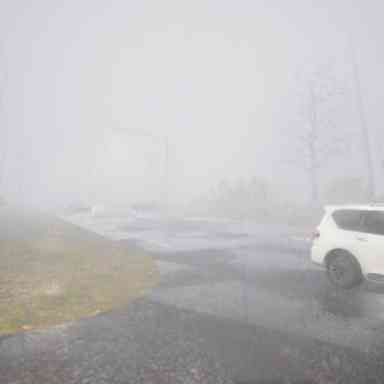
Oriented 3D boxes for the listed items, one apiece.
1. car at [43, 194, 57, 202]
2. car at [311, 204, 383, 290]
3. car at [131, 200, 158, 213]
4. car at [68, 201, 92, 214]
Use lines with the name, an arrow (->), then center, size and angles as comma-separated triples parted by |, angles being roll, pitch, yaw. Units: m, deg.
car -> -35.562, 1.690, 83.121 | 1.812, 1.442, 4.674 | 0, 0, -26
car -> 5.226, 1.311, 7.122 | 2.150, 2.045, 5.566 | 1, -1, -30
car -> -5.697, 1.658, 39.661 | 1.882, 1.535, 5.008 | 0, 0, -30
car -> -12.957, 1.686, 38.231 | 2.033, 1.411, 5.357 | 0, 0, -29
